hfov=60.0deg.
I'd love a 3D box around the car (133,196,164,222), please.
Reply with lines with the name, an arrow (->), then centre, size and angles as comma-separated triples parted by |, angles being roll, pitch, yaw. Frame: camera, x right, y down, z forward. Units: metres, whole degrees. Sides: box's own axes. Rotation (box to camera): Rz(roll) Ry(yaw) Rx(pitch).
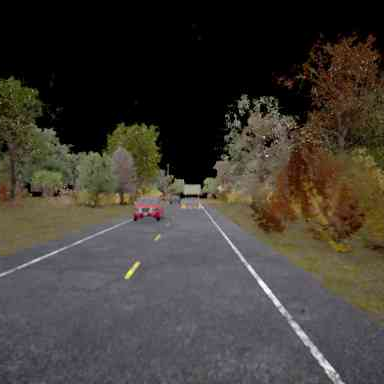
car -> -3.599, 1.373, 28.454 | 2.150, 2.045, 5.566 | 0, 0, 0

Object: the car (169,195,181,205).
car -> -3.505, 1.620, 69.969 | 2.150, 2.045, 5.566 | 0, 0, 0

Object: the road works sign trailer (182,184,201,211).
road works sign trailer -> 0.002, 0.706, 43.821 | 2.380, 3.560, 2.880 | 0, 0, 0
